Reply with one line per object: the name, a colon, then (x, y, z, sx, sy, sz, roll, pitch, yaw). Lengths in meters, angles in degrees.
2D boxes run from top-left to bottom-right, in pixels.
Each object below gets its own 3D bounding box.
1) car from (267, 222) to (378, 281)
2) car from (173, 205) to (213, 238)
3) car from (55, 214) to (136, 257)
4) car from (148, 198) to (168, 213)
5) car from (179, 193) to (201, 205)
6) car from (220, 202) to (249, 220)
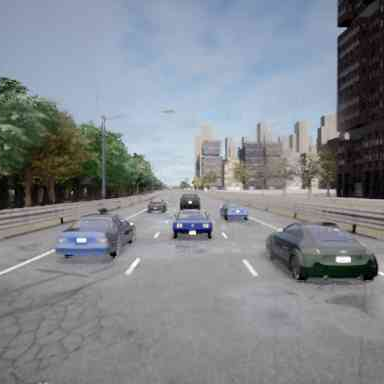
car: (3.563, 1.560, 9.851, 1.994, 1.385, 4.181, 0, 0, 0)
car: (0.005, 1.591, 17.602, 1.895, 1.301, 4.718, 0, 0, -1)
car: (-3.451, 1.543, 12.834, 2.033, 1.411, 5.357, 0, 0, 0)
car: (-3.736, 1.436, 36.439, 2.128, 1.511, 4.902, 0, 0, -1)
car: (-0.227, 1.166, 36.048, 2.150, 2.045, 5.566, 0, 0, -1)
car: (3.404, 1.516, 27.516, 2.033, 1.411, 5.357, 0, 0, -1)
